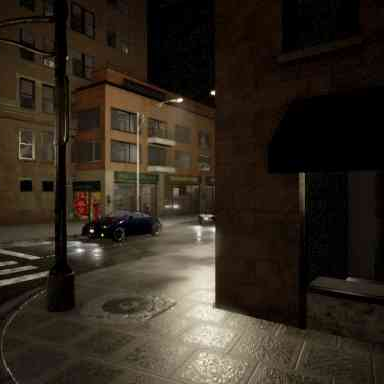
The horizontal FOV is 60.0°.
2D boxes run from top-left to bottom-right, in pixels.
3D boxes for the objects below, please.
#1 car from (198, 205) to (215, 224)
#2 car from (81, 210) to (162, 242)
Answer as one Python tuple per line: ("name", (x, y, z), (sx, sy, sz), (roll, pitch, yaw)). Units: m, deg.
("car", (2.309, 1.580, 24.737), (1.812, 1.442, 4.674), (0, 0, 35))
("car", (-3.400, 1.594, 16.725), (1.994, 1.385, 4.181), (0, 0, 35))
